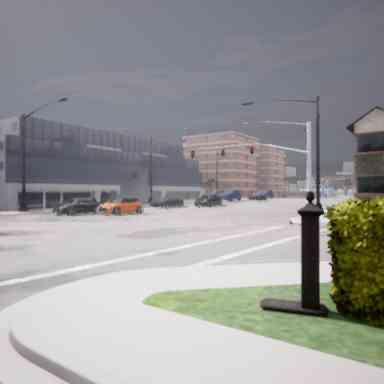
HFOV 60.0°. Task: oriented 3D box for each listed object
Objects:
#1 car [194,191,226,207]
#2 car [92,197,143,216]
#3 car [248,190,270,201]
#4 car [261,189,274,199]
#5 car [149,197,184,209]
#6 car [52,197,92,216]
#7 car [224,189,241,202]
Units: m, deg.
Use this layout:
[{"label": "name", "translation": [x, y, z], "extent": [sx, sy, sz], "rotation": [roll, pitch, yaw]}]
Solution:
[{"label": "car", "translation": [2.166, 1.092, 45.056], "extent": [2.097, 1.767, 4.553], "rotation": [0, 1, 35]}, {"label": "car", "translation": [-6.903, 1.308, 32.141], "extent": [2.097, 1.767, 4.553], "rotation": [0, 0, 35]}, {"label": "car", "translation": [11.376, 0.881, 58.141], "extent": [1.994, 1.385, 4.181], "rotation": [0, 1, 35]}, {"label": "car", "translation": [15.275, 0.405, 69.654], "extent": [2.150, 2.045, 5.566], "rotation": [0, 0, 35]}, {"label": "car", "translation": [-3.169, 1.375, 43.551], "extent": [2.033, 1.411, 5.357], "rotation": [0, 1, 35]}, {"label": "car", "translation": [-11.109, 1.328, 32.236], "extent": [2.097, 1.767, 4.553], "rotation": [0, 0, 35]}, {"label": "car", "translation": [6.472, 0.621, 57.259], "extent": [2.150, 2.045, 5.566], "rotation": [0, 2, 35]}]
